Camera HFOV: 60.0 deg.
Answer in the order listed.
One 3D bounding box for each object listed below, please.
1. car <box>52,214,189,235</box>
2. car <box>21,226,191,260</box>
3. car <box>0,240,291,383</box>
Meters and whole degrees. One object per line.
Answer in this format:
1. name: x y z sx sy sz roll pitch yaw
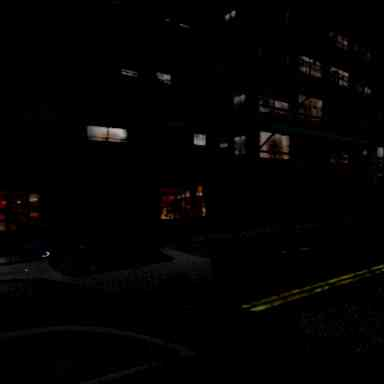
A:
1. car: -2.366 1.455 10.019 5.008 1.535 1.882 0 0 -36
2. car: -1.956 1.589 6.304 4.718 1.301 1.895 0 0 -36
3. car: -1.269 1.490 2.544 4.902 1.511 2.128 0 0 -36
